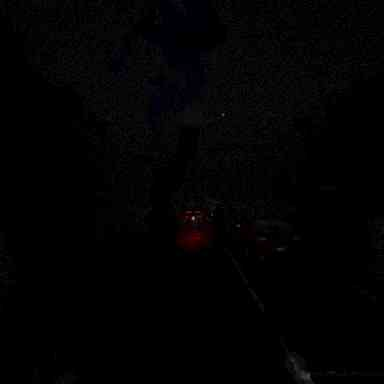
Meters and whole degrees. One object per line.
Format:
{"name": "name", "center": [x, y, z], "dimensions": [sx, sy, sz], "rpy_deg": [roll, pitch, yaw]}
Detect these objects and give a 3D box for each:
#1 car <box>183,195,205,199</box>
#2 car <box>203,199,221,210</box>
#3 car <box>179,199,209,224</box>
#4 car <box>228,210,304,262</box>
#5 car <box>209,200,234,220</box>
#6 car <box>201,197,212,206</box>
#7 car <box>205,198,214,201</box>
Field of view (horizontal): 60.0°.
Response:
{"name": "car", "center": [0.093, 1.315, 38.713], "dimensions": [2.150, 2.045, 5.566], "rpy_deg": [0, 0, 0]}
{"name": "car", "center": [2.619, 1.663, 44.554], "dimensions": [2.008, 1.369, 4.403], "rpy_deg": [-1, 0, 0]}
{"name": "car", "center": [0.092, 1.558, 25.401], "dimensions": [1.837, 1.490, 4.892], "rpy_deg": [0, 0, 0]}
{"name": "car", "center": [2.625, 1.566, 12.115], "dimensions": [1.887, 1.381, 4.507], "rpy_deg": [-1, 0, 0]}
{"name": "car", "center": [2.622, 1.626, 28.335], "dimensions": [1.947, 1.339, 4.313], "rpy_deg": [-1, 0, 0]}
{"name": "car", "center": [2.616, 1.720, 60.773], "dimensions": [1.887, 1.381, 4.507], "rpy_deg": [-1, 0, 0]}
{"name": "car", "center": [2.621, 1.627, 33.741], "dimensions": [2.008, 1.369, 4.403], "rpy_deg": [-1, 0, 0]}
